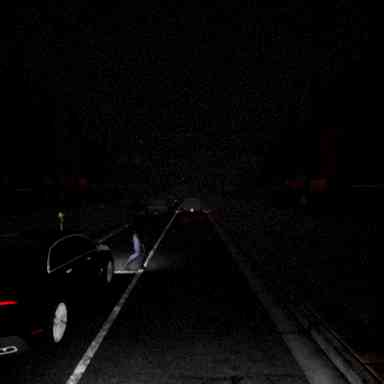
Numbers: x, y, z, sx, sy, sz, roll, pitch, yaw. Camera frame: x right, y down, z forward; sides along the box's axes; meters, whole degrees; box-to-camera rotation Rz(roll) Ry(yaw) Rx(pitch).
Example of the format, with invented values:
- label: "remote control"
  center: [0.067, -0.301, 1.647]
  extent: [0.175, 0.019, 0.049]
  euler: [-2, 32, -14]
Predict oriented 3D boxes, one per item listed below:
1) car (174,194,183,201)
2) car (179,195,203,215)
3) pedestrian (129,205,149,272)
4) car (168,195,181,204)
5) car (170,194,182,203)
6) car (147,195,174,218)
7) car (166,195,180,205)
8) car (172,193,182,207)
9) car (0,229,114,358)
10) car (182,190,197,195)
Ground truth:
- label: "car"
  center: [-2.888, 1.182, 71.377]
  extent: [1.802, 1.307, 4.206]
  euler: [-2, 0, 0]
- label: "car"
  center: [0.000, 1.269, 29.776]
  extent: [1.812, 1.442, 4.674]
  euler: [0, 0, 0]
- label: "pedestrian"
  center: [-1.410, 1.200, 9.024]
  extent: [0.375, 1.860, 0.375]
  euler: [1, 2, 0]
- label: "car"
  center: [-2.835, 1.185, 55.034]
  extent: [2.008, 1.369, 4.403]
  euler: [-2, 0, 0]
- label: "car"
  center: [-2.853, 1.171, 60.483]
  extent: [2.008, 1.369, 4.403]
  euler: [-2, 0, 0]
- label: "car"
  center: [-2.745, 1.281, 27.628]
  extent: [1.752, 1.417, 4.829]
  euler: [-1, 0, 0]
- label: "car"
  center: [-2.814, 1.233, 49.582]
  extent: [1.802, 1.307, 4.206]
  euler: [-1, 0, 0]
- label: "car"
  center: [-2.803, 1.110, 44.139]
  extent: [1.967, 1.590, 4.097]
  euler: [-2, 0, 0]
- label: "car"
  center: [-2.770, 1.439, 6.095]
  extent: [1.837, 1.490, 4.892]
  euler: [0, 1, 0]
- label: "car"
  center: [-0.046, 1.022, 44.854]
  extent: [2.097, 1.767, 4.553]
  euler: [0, 0, -2]
